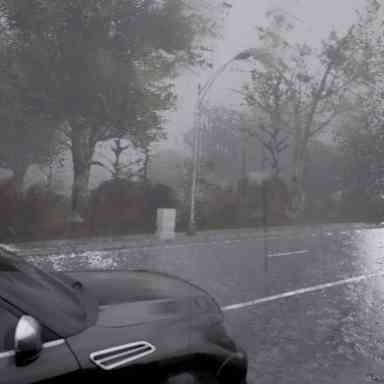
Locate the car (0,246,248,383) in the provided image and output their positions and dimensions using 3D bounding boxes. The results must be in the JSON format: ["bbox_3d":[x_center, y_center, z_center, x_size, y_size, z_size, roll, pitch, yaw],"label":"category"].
[{"bbox_3d":[-2.154,1.207,2.122,5.566,2.045,2.150,0,0,-36],"label":"car"}]
